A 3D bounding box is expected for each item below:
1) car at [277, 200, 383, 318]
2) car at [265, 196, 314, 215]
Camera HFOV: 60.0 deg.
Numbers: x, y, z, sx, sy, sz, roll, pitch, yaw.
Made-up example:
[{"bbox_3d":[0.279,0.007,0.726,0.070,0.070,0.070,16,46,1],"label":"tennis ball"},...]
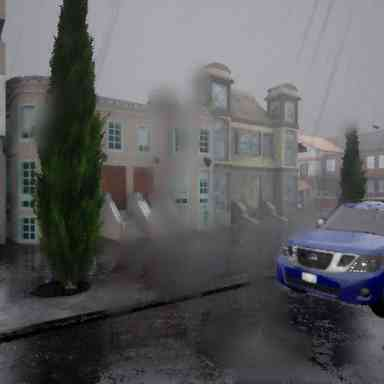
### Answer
[{"bbox_3d":[4.434,1.226,7.699,5.566,2.045,2.150,0,0,-35],"label":"car"},{"bbox_3d":[10.034,1.369,34.548,2.097,1.767,4.553,0,0,-35],"label":"car"}]
